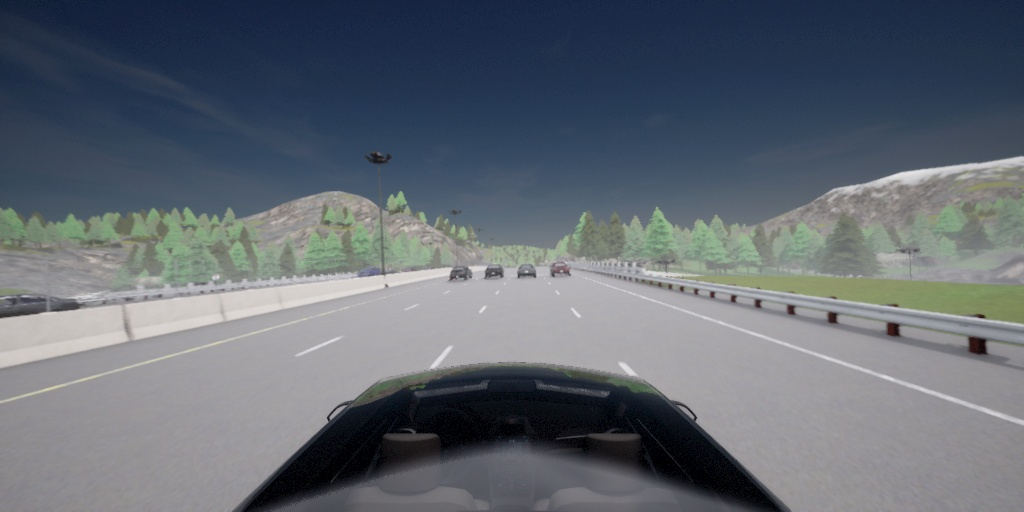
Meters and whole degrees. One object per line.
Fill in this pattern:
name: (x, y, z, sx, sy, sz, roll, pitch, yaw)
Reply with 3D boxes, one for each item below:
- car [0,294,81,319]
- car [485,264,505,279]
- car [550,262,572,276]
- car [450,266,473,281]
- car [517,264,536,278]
car: (-20.560, 2.327, 14.173, 2.128, 1.511, 4.902, -3, -1, 2)
car: (-1.863, 1.663, 39.931, 1.882, 1.535, 5.008, -3, -1, 3)
car: (5.058, 1.365, 38.211, 1.812, 1.442, 4.674, -3, 0, 3)
car: (-5.425, 1.846, 38.556, 1.837, 1.490, 4.892, -3, 0, 3)
car: (1.584, 1.573, 38.693, 1.994, 1.385, 4.181, -3, -1, 3)
